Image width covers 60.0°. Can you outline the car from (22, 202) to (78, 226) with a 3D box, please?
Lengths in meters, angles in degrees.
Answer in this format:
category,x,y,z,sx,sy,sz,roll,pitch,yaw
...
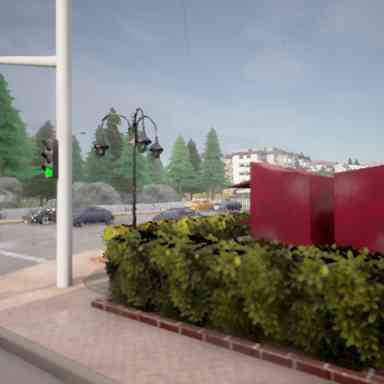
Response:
category,x,y,z,sx,sy,sz,roll,pitch,yaw
car,-10.623,1.553,25.784,2.097,1.767,4.553,0,0,36

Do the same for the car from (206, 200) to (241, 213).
category,x,y,z,sx,sy,sz,roll,pitch,yaw
car,4.226,1.671,40.275,2.128,1.511,4.902,0,0,36

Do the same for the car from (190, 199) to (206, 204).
category,x,y,z,sx,sy,sz,roll,pitch,yaw
car,0.943,1.678,41.714,1.882,1.535,5.008,0,0,36

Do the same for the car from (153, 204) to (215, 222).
category,x,y,z,sx,sy,sz,roll,pitch,yaw
car,-0.642,1.700,21.492,1.994,1.385,4.181,0,0,36

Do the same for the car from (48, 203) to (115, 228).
category,x,y,z,sx,sy,sz,roll,pitch,yaw
car,-7.641,1.743,23.935,1.994,1.385,4.181,0,0,36
